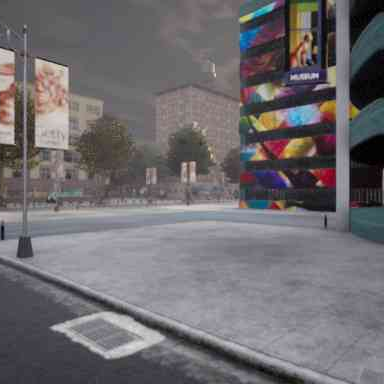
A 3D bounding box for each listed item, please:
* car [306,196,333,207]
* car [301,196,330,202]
[{"bbox_3d":[19.580,1.404,51.052,2.161,1.482,4.786,0,0,43],"label":"car"},{"bbox_3d":[14.256,1.313,39.330,2.002,1.452,4.674,0,0,43],"label":"car"}]
